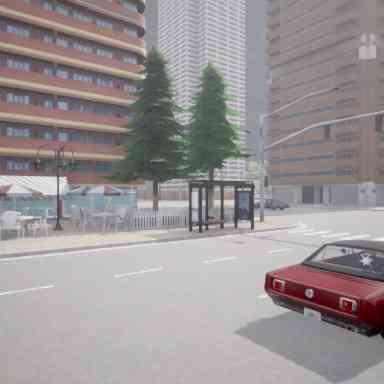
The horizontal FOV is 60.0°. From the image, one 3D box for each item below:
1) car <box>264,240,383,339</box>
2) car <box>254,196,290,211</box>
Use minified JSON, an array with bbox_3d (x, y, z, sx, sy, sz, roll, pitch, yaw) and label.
[{"bbox_3d":[3.665,1.601,6.422,4.718,1.301,1.895,0,0,-36],"label":"car"},{"bbox_3d":[9.970,1.603,42.743,2.033,1.411,5.357,0,0,-36],"label":"car"}]
